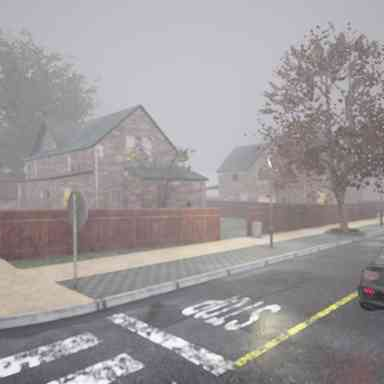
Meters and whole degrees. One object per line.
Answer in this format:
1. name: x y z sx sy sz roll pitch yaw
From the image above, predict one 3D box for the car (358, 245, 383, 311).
1. car: 4.964 1.610 6.910 1.812 1.442 4.674 -1 -1 44
